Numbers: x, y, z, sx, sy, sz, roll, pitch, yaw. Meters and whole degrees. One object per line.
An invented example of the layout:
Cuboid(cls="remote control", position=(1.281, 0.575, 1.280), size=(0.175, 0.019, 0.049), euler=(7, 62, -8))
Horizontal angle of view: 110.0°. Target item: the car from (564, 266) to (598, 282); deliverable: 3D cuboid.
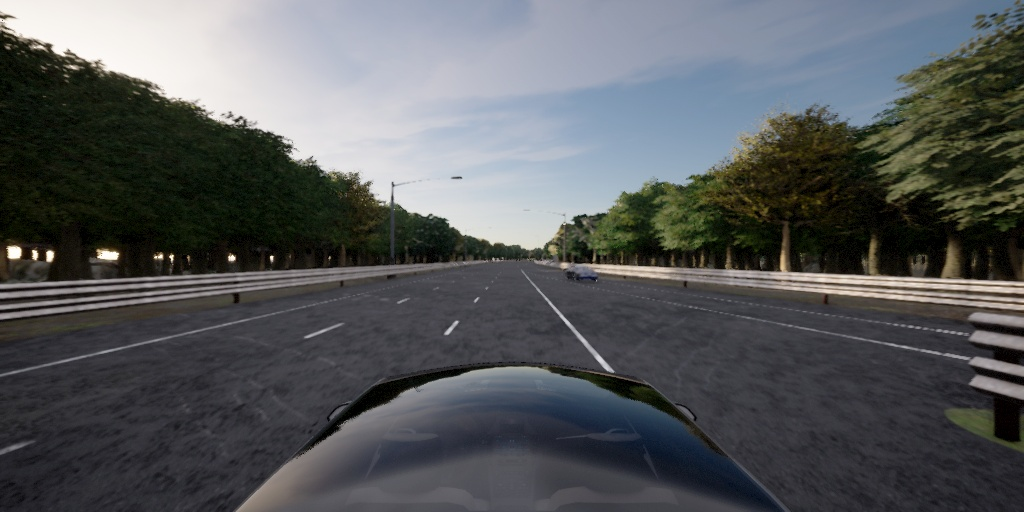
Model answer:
Cuboid(cls="car", position=(6.455, 1.656, 33.975), size=(2.033, 1.411, 5.357), euler=(0, -1, -8))
